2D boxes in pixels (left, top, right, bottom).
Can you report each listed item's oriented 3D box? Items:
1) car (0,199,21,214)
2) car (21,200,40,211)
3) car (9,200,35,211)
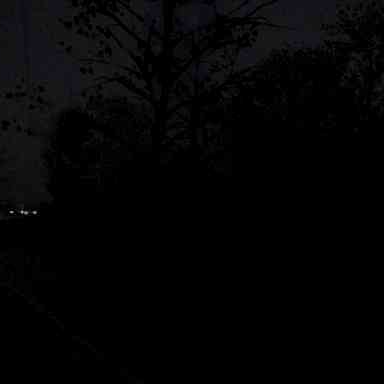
[{"bbox_3d":[-23.207,1.687,40.291,2.097,1.767,4.553,0,-1,-2],"label":"car"},{"bbox_3d":[-23.657,2.222,50.802,2.033,1.411,5.357,0,-2,-2],"label":"car"},{"bbox_3d":[-27.325,2.132,53.712,2.097,1.767,4.553,0,-2,-3],"label":"car"}]
